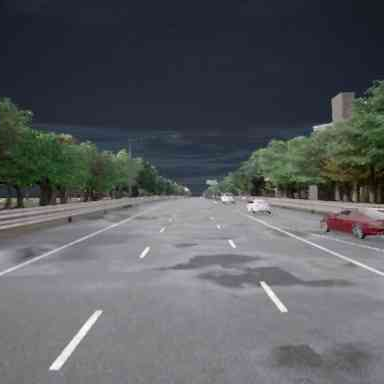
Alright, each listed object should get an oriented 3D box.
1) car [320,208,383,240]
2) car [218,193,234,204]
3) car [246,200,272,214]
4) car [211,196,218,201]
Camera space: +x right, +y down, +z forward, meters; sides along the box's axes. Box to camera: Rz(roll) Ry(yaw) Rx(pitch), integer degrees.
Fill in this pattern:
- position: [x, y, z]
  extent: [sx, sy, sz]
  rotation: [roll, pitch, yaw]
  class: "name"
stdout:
- position: [8.492, 1.549, 17.102]
  extent: [1.812, 1.442, 4.674]
  rotation: [0, 0, -9]
  class: "car"
- position: [7.023, 1.289, 65.660]
  extent: [2.150, 2.045, 5.566]
  rotation: [0, 0, 0]
  class: "car"
- position: [7.038, 1.546, 35.247]
  extent: [1.812, 1.442, 4.674]
  rotation: [0, 0, -1]
  class: "car"
- position: [7.141, 1.823, 92.735]
  extent: [1.812, 1.442, 4.674]
  rotation: [0, -1, 0]
  class: "car"
